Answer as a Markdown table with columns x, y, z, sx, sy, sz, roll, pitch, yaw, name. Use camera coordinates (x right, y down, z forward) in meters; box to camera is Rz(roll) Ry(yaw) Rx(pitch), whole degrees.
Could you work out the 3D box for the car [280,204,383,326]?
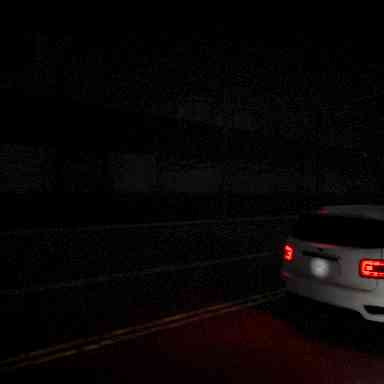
| x | y | z | sx | sy | sz | roll | pitch | yaw | name |
| --- | --- | --- | --- | --- | --- | --- | --- | --- | --- |
| 4.226 | 1.262 | 6.803 | 5.566 | 2.045 | 2.150 | 0 | 0 | -35 | car |
